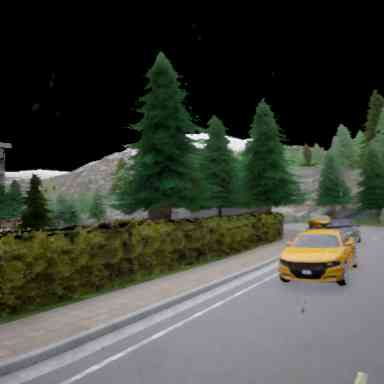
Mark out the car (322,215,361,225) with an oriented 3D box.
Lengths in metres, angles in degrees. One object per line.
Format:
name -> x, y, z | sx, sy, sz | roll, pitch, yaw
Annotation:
car -> 9.976, 2.512, 22.014 | 2.128, 1.511, 4.902 | -4, -4, 21

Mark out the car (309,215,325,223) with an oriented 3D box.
car -> 13.799, 3.227, 35.606 | 1.882, 1.535, 5.008 | -3, -4, 9

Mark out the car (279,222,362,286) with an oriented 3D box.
car -> 4.484, 2.058, 11.482 | 1.882, 1.535, 5.008 | -5, -5, 31
